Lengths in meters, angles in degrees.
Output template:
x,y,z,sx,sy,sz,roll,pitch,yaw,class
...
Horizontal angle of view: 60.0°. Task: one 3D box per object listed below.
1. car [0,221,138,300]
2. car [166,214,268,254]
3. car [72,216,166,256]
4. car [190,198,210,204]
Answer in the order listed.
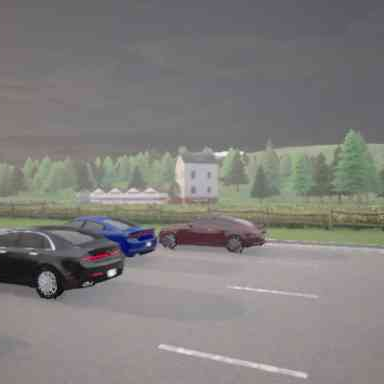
x,y,z,sx,sy,sz,roll,pitch,yaw,class
-4.037,1.619,8.583,4.892,1.490,1.837,-1,-1,24,car
0.830,1.679,14.083,4.674,1.442,1.812,-1,-1,24,car
-3.708,1.631,12.265,5.008,1.535,1.882,0,-1,24,car
1.647,2.009,72.816,4.605,1.855,1.932,-1,-1,24,car
